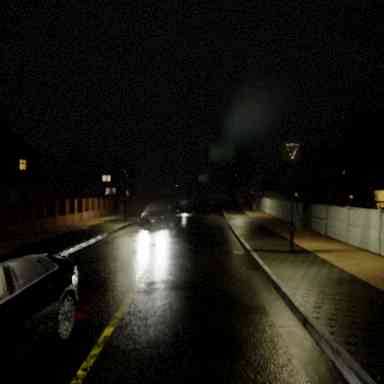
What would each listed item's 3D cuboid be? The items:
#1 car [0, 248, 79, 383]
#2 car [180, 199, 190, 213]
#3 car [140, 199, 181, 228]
[{"bbox_3d":[-2.792,1.483,3.616,2.128,1.511,4.902,0,0,1],"label":"car"},{"bbox_3d":[-1.216,1.518,36.724,2.033,1.411,5.357,0,0,5],"label":"car"},{"bbox_3d":[-2.196,1.469,22.182,2.128,1.511,4.902,0,0,3],"label":"car"}]
